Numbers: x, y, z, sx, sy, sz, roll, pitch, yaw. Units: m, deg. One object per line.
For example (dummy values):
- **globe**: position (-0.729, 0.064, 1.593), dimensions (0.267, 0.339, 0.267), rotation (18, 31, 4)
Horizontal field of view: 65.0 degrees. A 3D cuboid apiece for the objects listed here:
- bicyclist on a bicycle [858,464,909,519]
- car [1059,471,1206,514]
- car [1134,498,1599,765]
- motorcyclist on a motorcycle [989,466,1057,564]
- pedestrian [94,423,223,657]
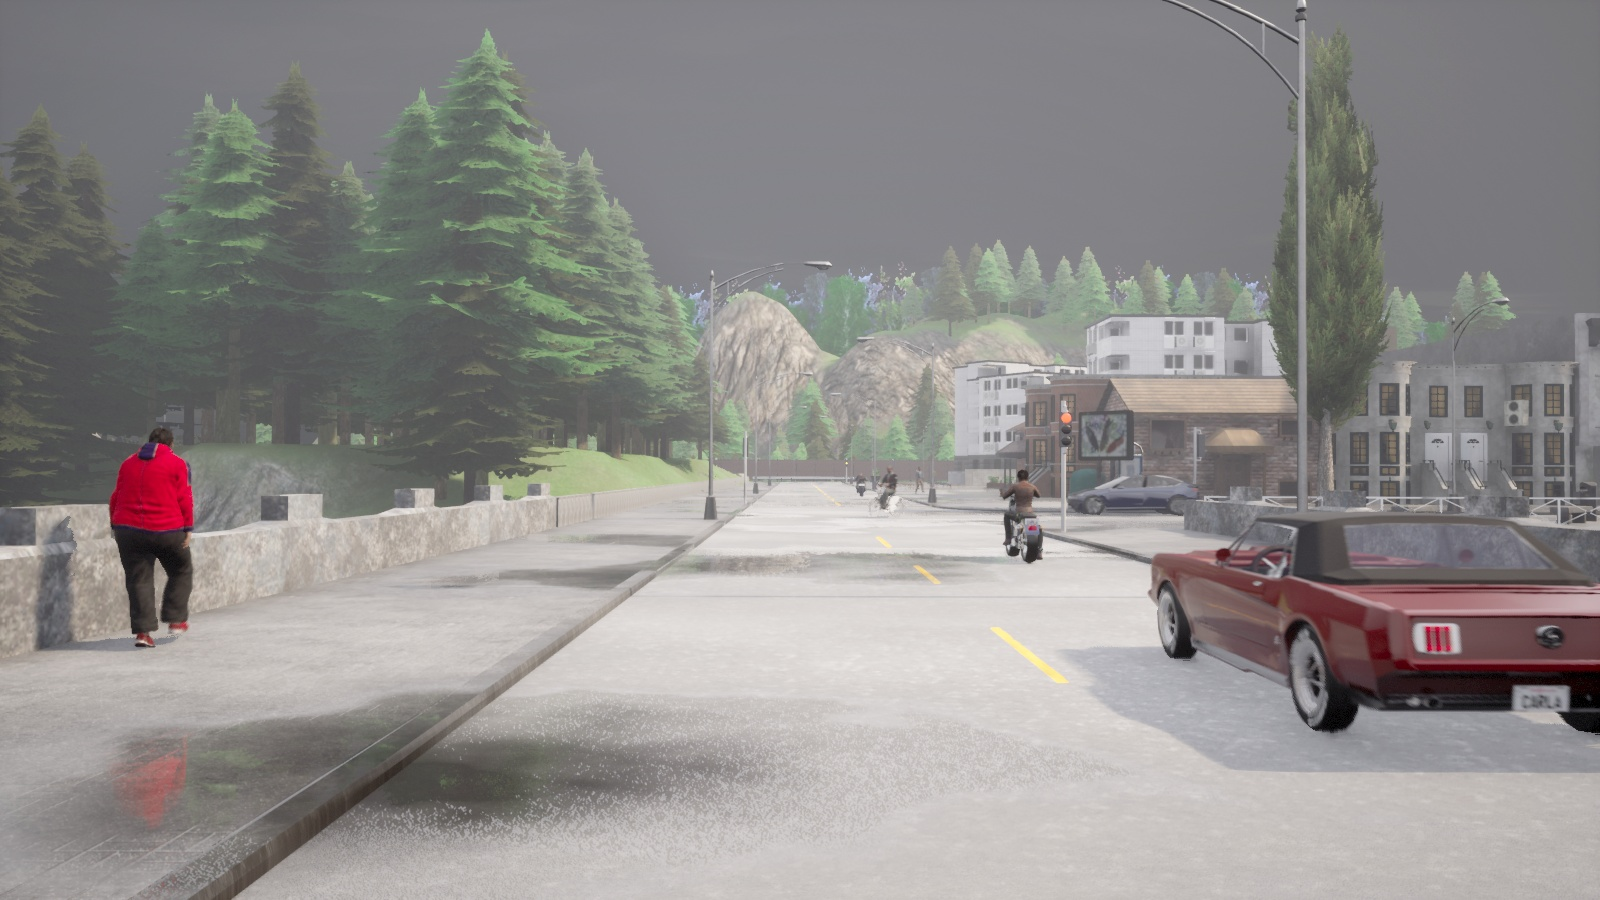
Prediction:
- **bicyclist on a bicycle**: position (2.781, 1.371, 41.583), dimensions (0.659, 1.776, 1.843), rotation (1, 0, 42)
- **car**: position (12.039, 1.532, 45.749), dimensions (4.792, 1.488, 2.163), rotation (0, -1, 0)
- **car**: position (3.978, 1.050, 9.001), dimensions (1.895, 1.301, 4.718), rotation (0, -1, 0)
- **motorcyclist on a motorcycle**: position (3.944, 1.124, 22.380), dimensions (0.766, 1.649, 2.350), rotation (0, -1, 0)
- **pedestrian**: position (-5.280, 0.720, 10.381), dimensions (0.634, 1.844, 0.899), rotation (0, -1, -4)
